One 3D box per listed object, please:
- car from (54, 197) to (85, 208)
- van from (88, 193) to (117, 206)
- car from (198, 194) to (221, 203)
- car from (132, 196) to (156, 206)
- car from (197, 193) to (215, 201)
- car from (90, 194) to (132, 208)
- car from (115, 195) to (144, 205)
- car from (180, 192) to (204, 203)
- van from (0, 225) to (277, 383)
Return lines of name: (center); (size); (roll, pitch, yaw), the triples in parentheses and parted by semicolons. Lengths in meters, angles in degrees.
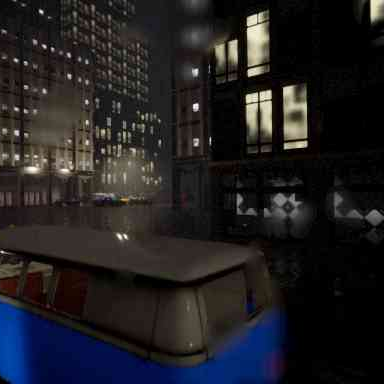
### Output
car: (-16.891, 1.403, 45.975); (1.947, 1.339, 4.313); (0, 0, 36)
van: (-13.560, 1.135, 50.525); (1.690, 1.788, 3.998); (0, 0, 36)
car: (3.218, 1.101, 59.252); (2.008, 1.369, 4.403); (0, 0, 36)
car: (-6.776, 1.230, 45.606); (2.008, 1.369, 4.403); (0, 0, 36)
car: (3.104, 1.016, 73.278); (1.967, 1.590, 4.097); (0, 0, 36)
car: (-10.107, 1.267, 41.058); (1.887, 1.381, 4.507); (0, 0, 36)
car: (-10.327, 1.278, 54.939); (1.752, 1.417, 4.829); (0, 0, 36)
car: (-0.115, 0.909, 54.702); (2.192, 1.841, 5.009); (0, 0, 36)
van: (-1.082, 1.342, 3.663); (3.998, 1.788, 1.690); (0, -1, 36)
